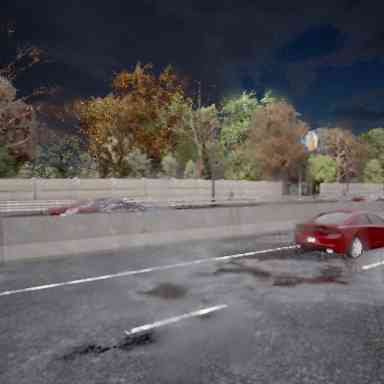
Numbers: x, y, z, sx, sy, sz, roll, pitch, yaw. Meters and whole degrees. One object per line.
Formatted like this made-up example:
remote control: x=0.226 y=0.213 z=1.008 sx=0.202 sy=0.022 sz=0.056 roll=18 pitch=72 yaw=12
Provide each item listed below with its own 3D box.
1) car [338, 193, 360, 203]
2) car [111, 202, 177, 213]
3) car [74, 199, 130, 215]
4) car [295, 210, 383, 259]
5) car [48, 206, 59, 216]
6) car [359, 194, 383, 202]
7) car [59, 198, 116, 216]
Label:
car: x=24.685 y=0.982 z=51.622 sx=4.553 sy=1.767 sz=2.097 roll=0 pitch=0 yaw=-35
car: x=-2.238 y=1.492 z=19.588 sx=4.181 sy=1.385 sz=1.994 roll=-1 pitch=0 yaw=-35
car: x=-4.897 y=1.439 z=21.992 sx=4.892 sy=1.490 sz=1.837 roll=-1 pitch=0 yaw=-35
car: x=5.897 y=1.388 z=12.245 sx=5.008 sy=1.535 sz=1.882 roll=-1 pitch=0 yaw=-36
car: x=-9.231 y=1.414 z=27.499 sx=5.008 sy=1.535 sz=1.882 roll=-1 pitch=0 yaw=-35
car: x=27.226 y=1.151 z=49.134 sx=4.674 sy=1.442 sz=1.812 roll=-1 pitch=0 yaw=-35
car: x=-7.032 y=1.287 z=24.768 sx=4.553 sy=1.767 sz=2.097 roll=-1 pitch=0 yaw=-35
